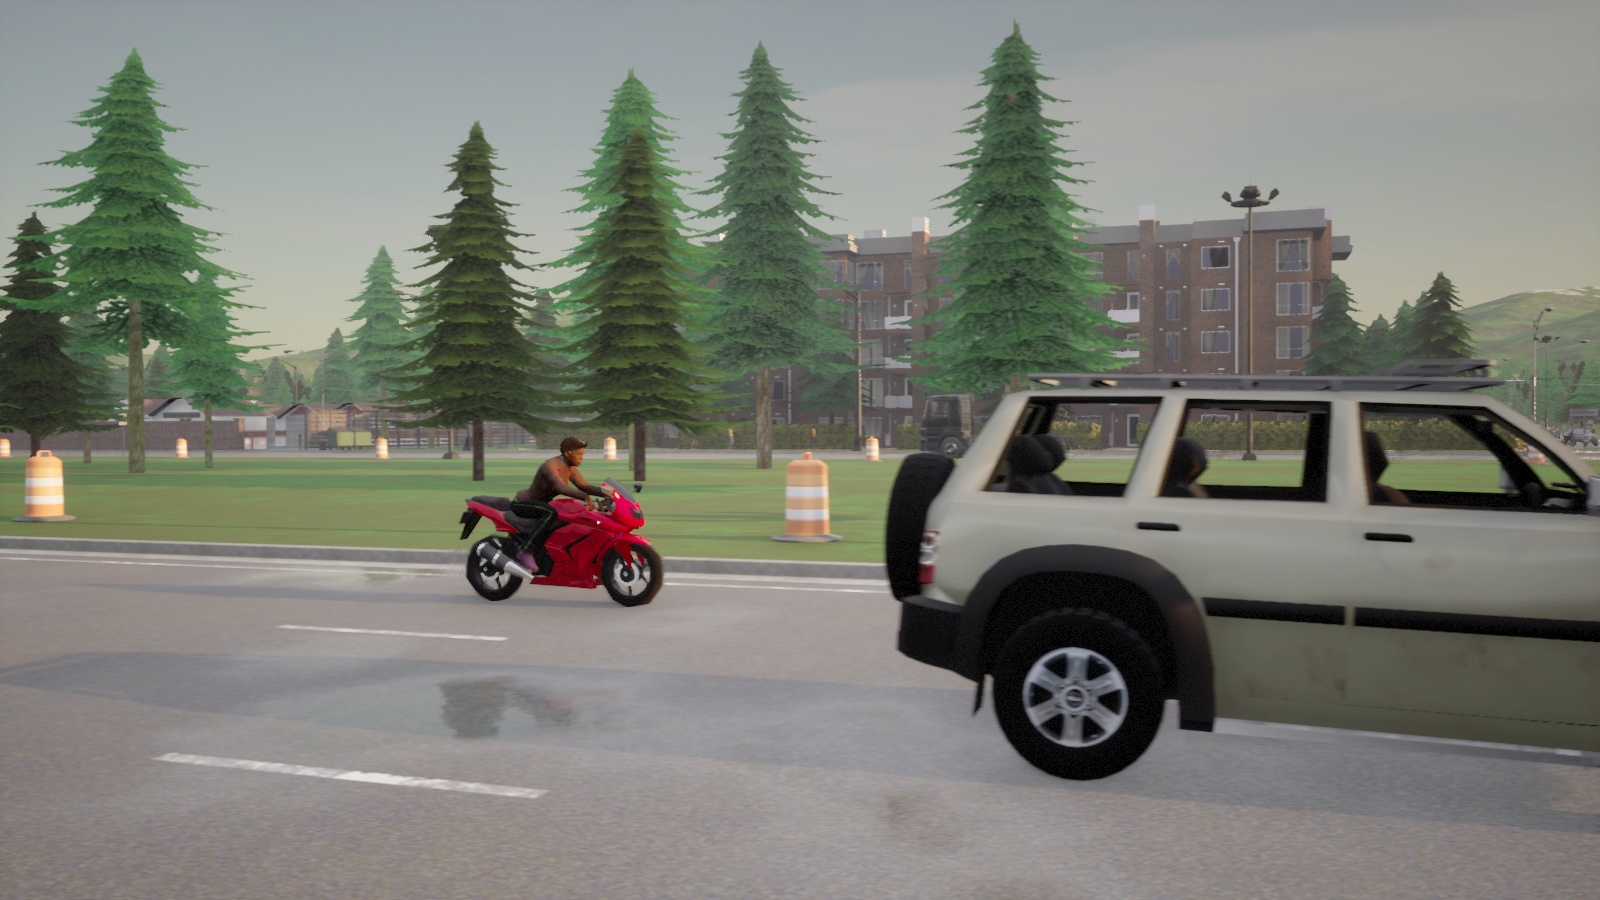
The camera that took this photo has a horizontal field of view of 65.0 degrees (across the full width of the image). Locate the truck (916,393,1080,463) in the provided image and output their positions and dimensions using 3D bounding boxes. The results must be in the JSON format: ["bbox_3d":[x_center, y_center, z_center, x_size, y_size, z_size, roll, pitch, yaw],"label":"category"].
[{"bbox_3d":[10.182,-1.148,64.588,7.936,3.462,2.891,1,1,19],"label":"truck"}]

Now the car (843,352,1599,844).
[{"bbox_3d":[2.717,0.551,5.968,4.605,1.855,1.932,2,2,18],"label":"car"}]

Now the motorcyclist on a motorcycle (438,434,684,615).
[{"bbox_3d":[-2.143,0.622,11.299,2.044,1.523,0.797,1,1,19],"label":"motorcyclist on a motorcycle"}]

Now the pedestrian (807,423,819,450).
[{"bbox_3d":[0.921,-0.924,86.864,0.726,1.835,0.370,1,1,20],"label":"pedestrian"}]
